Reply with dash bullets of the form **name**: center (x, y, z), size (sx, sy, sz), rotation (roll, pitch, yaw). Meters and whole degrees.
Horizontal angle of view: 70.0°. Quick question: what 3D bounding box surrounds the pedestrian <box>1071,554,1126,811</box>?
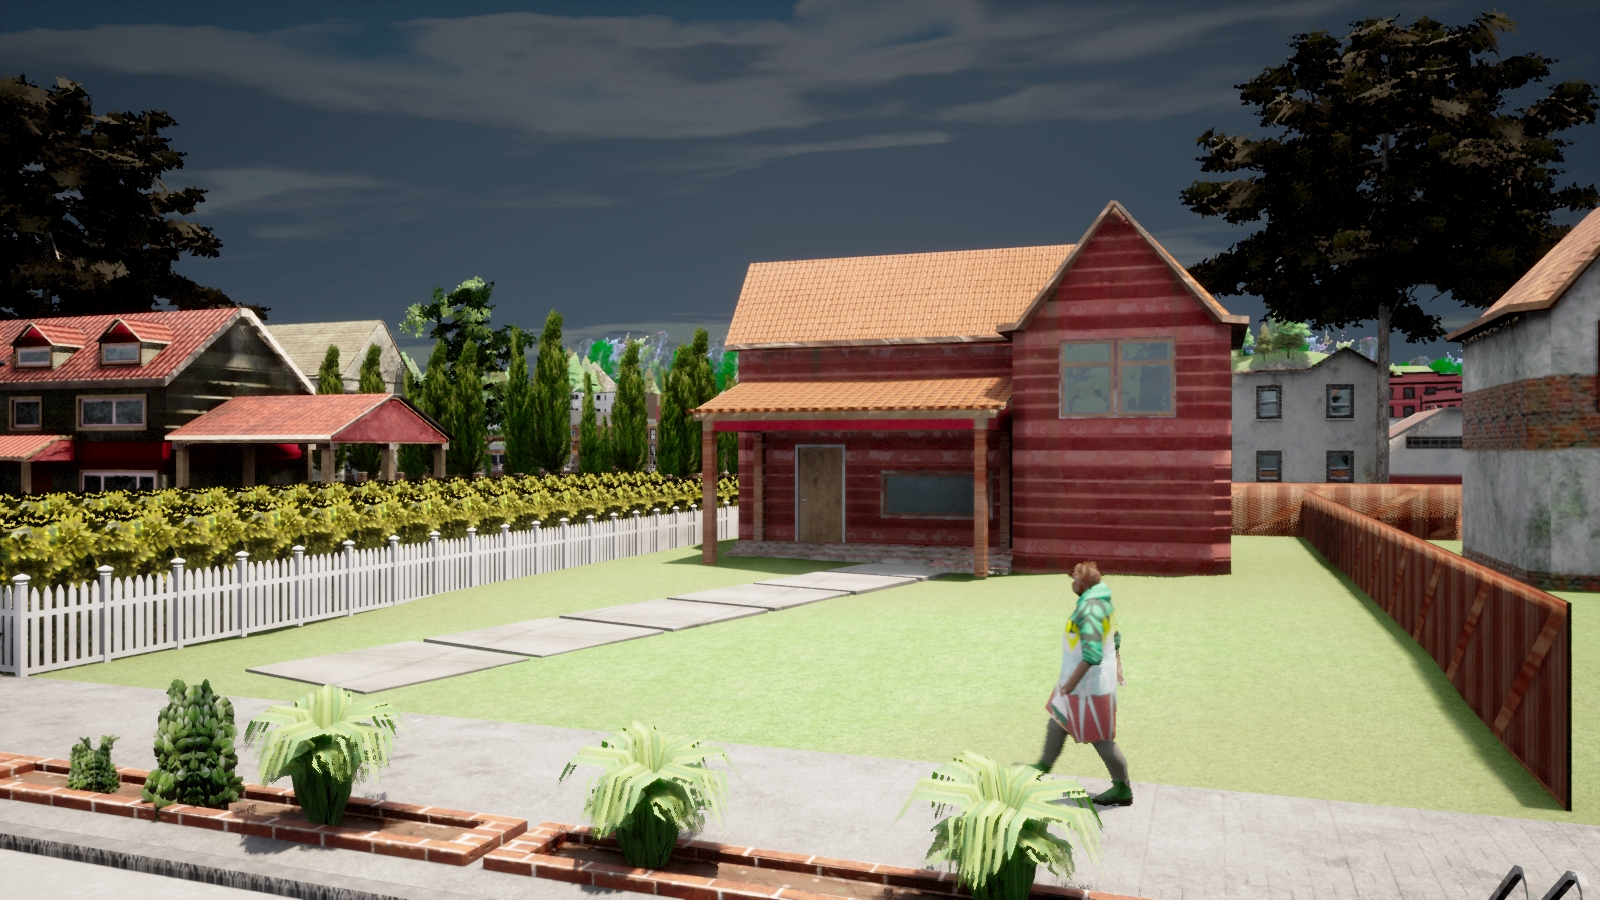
- **pedestrian**: center (2.281, 1.744, 8.715), size (0.375, 1.860, 0.375), rotation (0, 0, 20)
